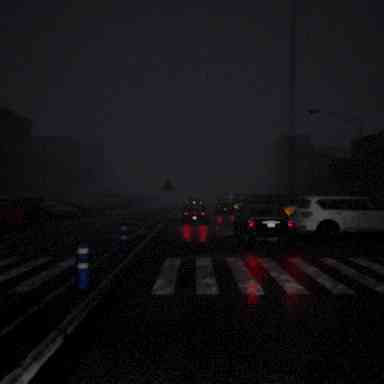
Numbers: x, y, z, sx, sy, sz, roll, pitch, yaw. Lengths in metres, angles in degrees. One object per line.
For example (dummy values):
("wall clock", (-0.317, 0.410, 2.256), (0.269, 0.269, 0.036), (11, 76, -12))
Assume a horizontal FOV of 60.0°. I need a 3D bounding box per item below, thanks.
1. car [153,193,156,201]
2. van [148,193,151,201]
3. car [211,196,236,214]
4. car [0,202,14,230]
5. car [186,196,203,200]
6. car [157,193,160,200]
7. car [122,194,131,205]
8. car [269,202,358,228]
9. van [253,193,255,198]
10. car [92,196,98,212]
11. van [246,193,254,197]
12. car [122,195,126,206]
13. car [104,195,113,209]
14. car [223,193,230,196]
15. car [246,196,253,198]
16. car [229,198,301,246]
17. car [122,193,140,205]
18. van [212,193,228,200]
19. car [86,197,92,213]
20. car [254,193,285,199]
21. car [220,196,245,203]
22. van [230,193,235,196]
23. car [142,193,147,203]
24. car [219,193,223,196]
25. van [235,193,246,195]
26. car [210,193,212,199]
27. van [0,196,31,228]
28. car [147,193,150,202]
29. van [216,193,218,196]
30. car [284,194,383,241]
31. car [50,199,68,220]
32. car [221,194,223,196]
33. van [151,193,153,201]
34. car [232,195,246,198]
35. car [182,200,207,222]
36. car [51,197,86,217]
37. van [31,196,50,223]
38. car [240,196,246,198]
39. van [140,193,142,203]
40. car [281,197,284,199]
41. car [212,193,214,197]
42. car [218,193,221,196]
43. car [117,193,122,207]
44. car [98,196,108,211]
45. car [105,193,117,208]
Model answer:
("car", (-12.228, 1.305, 81.346), (5.566, 2.045, 2.435), (0, 0, 0))
("van", (-12.345, 1.303, 75.788), (4.442, 1.987, 1.878), (0, 0, 0))
("car", (3.253, 1.483, 34.715), (1.812, 1.442, 4.674), (0, 0, 0))
("car", (-12.517, 1.489, 17.426), (4.892, 1.521, 2.231), (0, 0, 0))
("car", (0.271, 1.310, 41.861), (2.097, 1.767, 4.553), (0, 0, 0))
("car", (-12.129, 1.354, 89.557), (5.566, 2.045, 2.435), (0, 0, 0))
("car", (-12.348, 1.462, 50.776), (4.892, 1.521, 2.231), (0, 0, 0))
("car", (7.720, 1.445, 21.550), (5.008, 1.535, 2.097), (0, 0, 0))
("van", (7.632, 1.210, 27.191), (4.442, 1.987, 1.878), (0, 0, 0))
("car", (-12.470, 1.341, 34.102), (4.553, 1.767, 2.185), (0, 0, 0))
("van", (7.889, 1.198, 32.705), (4.442, 1.987, 1.878), (0, 0, 0))
("car", (-12.365, 1.499, 47.998), (4.674, 1.452, 2.002), (0, 0, 0))
("car", (-12.416, 1.462, 39.660), (4.892, 1.521, 2.231), (0, 0, 0))
("car", (7.871, 1.158, 49.249), (5.566, 2.045, 2.435), (0, 0, 0))
("car", (7.766, 1.429, 29.948), (5.008, 1.535, 2.097), (0, 0, 0))
("car", (3.157, 1.342, 15.342), (2.097, 1.767, 4.553), (0, 0, 0))
("car", (-12.298, 1.216, 56.335), (5.566, 2.045, 2.435), (0, 0, 0))
("van", (7.916, 1.332, 93.364), (4.442, 1.987, 1.878), (0, 0, 0))
("car", (-12.447, 1.471, 31.323), (5.008, 1.535, 2.097), (0, 0, 0))
("car", (7.765, 1.189, 24.432), (5.566, 2.045, 2.435), (0, 0, 0))
("car", (7.912, 1.472, 65.792), (4.674, 1.452, 2.002), (0, 0, 0))
("van", (7.947, 1.184, 46.491), (4.442, 1.987, 1.878), (0, 0, 0))
("car", (-12.256, 1.235, 64.670), (5.566, 2.045, 2.435), (0, 0, 0))
("car", (7.885, 1.421, 60.278), (4.892, 1.521, 2.231), (0, 0, 0))
("van", (7.924, 1.186, 40.978), (4.442, 1.987, 1.878), (0, 0, 0))
("car", (8.027, 1.540, 90.604), (5.008, 1.535, 2.097), (0, 0, 0))
("van", (-12.627, 1.260, 20.206), (4.442, 1.987, 1.878), (0, 0, 0))
("car", (-12.239, 1.556, 72.882), (4.674, 1.452, 2.002), (0, 0, 0))
("van", (7.808, 1.214, 68.426), (4.442, 1.987, 1.878), (0, 0, 0))
("car", (7.729, 1.202, 16.157), (5.566, 2.045, 2.435), (0, 0, 0))
("car", (-12.483, 1.519, 25.764), (4.674, 1.452, 2.002), (0, 0, 0))
("car", (7.908, 1.445, 57.519), (4.792, 1.488, 2.163), (0, 0, 0))
("van", (-12.097, 1.314, 78.564), (4.442, 1.987, 1.878), (0, 0, 0))
("car", (7.611, 1.414, 38.221), (5.366, 1.575, 1.946), (0, 0, 0))
("car", (0.207, 1.585, 26.398), (1.895, 1.301, 4.718), (0, 0, 0))
("car", (-12.282, 1.471, 28.543), (5.366, 1.575, 1.946), (0, 0, 0))
("van", (-12.612, 1.257, 22.985), (4.442, 1.987, 1.878), (0, 0, 0))
("car", (7.782, 1.460, 35.463), (4.674, 1.452, 2.002), (0, 0, 0))
("van", (-12.182, 1.253, 61.892), (4.442, 1.987, 1.878), (0, 0, 0))
("car", (7.744, 1.324, 18.793), (4.553, 1.767, 2.185), (0, 0, 0))
("car", (7.968, 1.483, 79.576), (4.892, 1.521, 2.231), (0, 0, 0))
("car", (8.088, 1.422, 63.033), (5.366, 1.575, 1.946), (0, 0, 0))
("car", (-12.352, 1.333, 45.218), (4.553, 1.767, 2.185), (0, 0, 0))
("car", (-12.420, 1.464, 36.883), (5.008, 1.535, 2.097), (0, 0, 0))
("car", (-12.366, 1.333, 42.438), (4.553, 1.767, 2.185), (0, 0, 0))
